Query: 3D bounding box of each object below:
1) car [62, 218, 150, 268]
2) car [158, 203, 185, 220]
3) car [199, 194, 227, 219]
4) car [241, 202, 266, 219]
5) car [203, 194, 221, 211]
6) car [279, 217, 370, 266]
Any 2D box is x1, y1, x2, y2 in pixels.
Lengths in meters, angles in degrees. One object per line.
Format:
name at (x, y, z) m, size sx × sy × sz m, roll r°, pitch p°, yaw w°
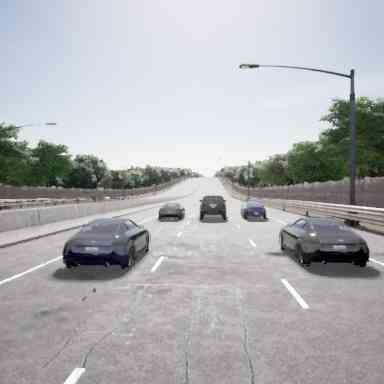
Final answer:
car at (-2.672, 1.563, 11.258) m, size 1.994 × 1.385 × 4.181 m, roll 0°, pitch 0°, yaw 3°
car at (-1.688, 1.595, 28.789) m, size 1.994 × 1.385 × 4.181 m, roll 0°, pitch 0°, yaw 3°
car at (1.834, 1.256, 29.064) m, size 2.150 × 2.045 × 5.566 m, roll 0°, pitch 0°, yaw 3°
car at (5.341, 1.559, 29.113) m, size 1.812 × 1.442 × 4.674 m, roll 0°, pitch 0°, yaw 3°
car at (2.586, 1.299, 42.495) m, size 2.150 × 2.045 × 5.566 m, roll 0°, pitch 0°, yaw 3°
car at (4.357, 1.564, 11.569) m, size 1.994 × 1.385 × 4.181 m, roll 0°, pitch 0°, yaw 3°
